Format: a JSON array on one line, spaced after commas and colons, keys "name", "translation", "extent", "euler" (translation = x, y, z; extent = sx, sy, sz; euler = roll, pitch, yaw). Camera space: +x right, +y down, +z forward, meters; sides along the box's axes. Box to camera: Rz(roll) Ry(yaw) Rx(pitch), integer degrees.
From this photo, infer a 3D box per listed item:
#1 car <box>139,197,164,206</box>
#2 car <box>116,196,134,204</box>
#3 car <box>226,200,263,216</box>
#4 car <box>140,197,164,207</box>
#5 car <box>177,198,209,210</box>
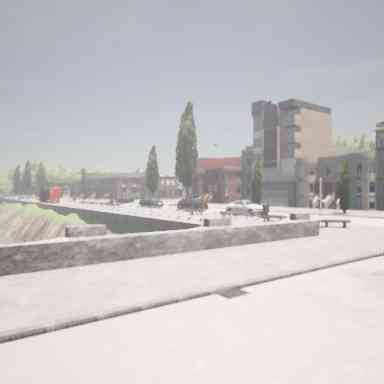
[{"name": "car", "translation": [-7.142, 1.563, 57.716], "extent": [2.033, 1.411, 5.357], "euler": [0, 0, -36]}, {"name": "car", "translation": [-13.341, 1.563, 66.387], "extent": [2.033, 1.411, 5.357], "euler": [0, 0, -36]}, {"name": "car", "translation": [5.353, 1.538, 33.028], "extent": [1.812, 1.442, 4.674], "euler": [0, 0, -36]}, {"name": "car", "translation": [-5.868, 1.505, 48.739], "extent": [2.128, 1.511, 4.902], "euler": [0, 0, -35]}, {"name": "car", "translation": [0.069, 1.518, 40.400], "extent": [1.837, 1.490, 4.892], "euler": [0, 0, -36]}]
